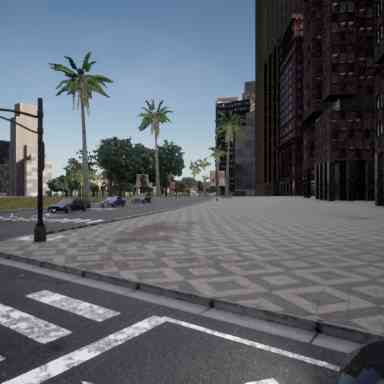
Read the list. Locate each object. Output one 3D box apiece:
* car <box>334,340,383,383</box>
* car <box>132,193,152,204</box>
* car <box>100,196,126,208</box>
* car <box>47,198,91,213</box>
[{"bbox_3d":[3.181,1.505,1.441,4.892,1.490,1.837,0,0,34],"label":"car"},{"bbox_3d":[-8.087,0.994,53.670,2.097,1.767,4.553,0,1,11],"label":"car"},{"bbox_3d":[-10.218,1.259,43.589,1.812,1.442,4.674,0,1,13],"label":"car"},{"bbox_3d":[-12.444,1.362,34.196,2.033,1.411,5.357,0,0,14],"label":"car"}]
